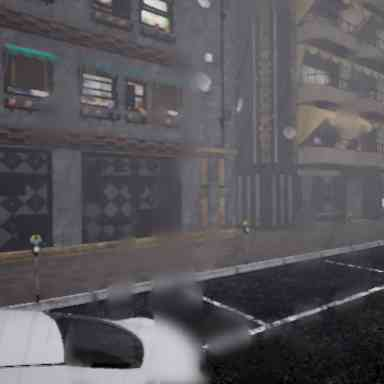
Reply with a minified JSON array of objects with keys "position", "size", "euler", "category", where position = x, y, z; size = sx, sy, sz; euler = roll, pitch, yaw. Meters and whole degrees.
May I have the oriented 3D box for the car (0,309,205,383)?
[{"position":[-1.970,1.526,1.648],"size":[4.674,1.442,1.812],"euler":[0,0,-35],"category":"car"}]
